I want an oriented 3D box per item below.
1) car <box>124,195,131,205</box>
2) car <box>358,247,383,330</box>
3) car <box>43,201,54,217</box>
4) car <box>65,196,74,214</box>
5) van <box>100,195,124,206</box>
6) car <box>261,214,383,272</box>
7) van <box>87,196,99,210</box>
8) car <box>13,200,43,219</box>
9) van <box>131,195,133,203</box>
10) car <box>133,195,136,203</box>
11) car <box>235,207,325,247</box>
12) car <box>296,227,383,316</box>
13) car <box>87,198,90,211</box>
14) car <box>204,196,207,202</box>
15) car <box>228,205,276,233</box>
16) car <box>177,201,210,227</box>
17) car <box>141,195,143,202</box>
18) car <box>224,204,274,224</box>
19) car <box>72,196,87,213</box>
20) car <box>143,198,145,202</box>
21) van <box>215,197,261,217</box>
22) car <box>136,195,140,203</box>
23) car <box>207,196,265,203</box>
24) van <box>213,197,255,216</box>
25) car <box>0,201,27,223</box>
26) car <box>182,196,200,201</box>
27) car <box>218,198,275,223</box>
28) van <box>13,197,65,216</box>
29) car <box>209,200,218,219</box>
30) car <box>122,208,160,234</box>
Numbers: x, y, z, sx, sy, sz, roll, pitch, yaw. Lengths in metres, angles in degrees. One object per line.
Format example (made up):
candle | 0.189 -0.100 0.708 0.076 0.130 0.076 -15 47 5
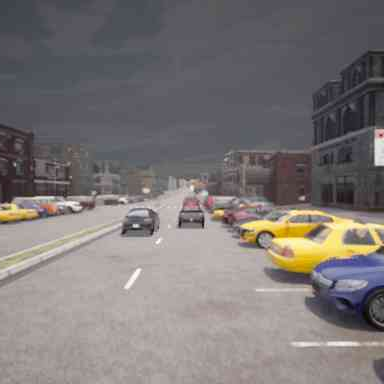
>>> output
car | -16.254 1.686 69.890 5.566 2.045 2.435 0 0 0
car | 4.689 1.524 3.629 4.674 1.452 2.002 0 0 0
car | -15.976 1.789 31.281 4.674 1.452 2.002 0 -1 0
car | -16.054 1.668 36.798 4.553 1.767 2.185 0 0 0
van | -16.123 1.693 64.379 4.442 1.987 1.878 0 0 0
car | 4.844 1.512 9.059 5.366 1.575 1.946 0 -1 0
van | -16.226 1.637 47.833 4.442 1.987 1.878 0 0 0
car | -16.143 1.721 28.523 5.366 1.575 1.946 0 -1 0
van | -16.443 1.747 75.525 4.442 1.987 1.878 0 0 0
car | -16.354 1.994 78.159 5.008 1.535 2.097 0 0 0
car | 4.631 1.569 14.614 5.008 1.535 2.097 0 -1 0
car | 4.678 1.535 6.287 4.674 1.452 2.002 0 -1 0
car | -16.037 1.861 42.314 4.792 1.488 2.163 0 0 0
car | 4.476 1.624 50.869 5.566 2.045 2.435 0 0 0
car | 4.615 1.603 17.518 4.892 1.521 2.231 0 -1 0
car | -0.045 1.692 24.766 2.128 1.511 4.902 0 -1 0
car | -16.430 2.119 89.182 5.008 1.535 2.097 0 -1 0
car | 4.621 1.662 20.297 4.792 1.488 2.163 0 -1 0
car | -16.016 1.562 39.558 5.566 2.045 2.435 0 0 0
car | -16.461 2.159 91.937 5.008 1.535 2.097 0 -1 0
van | 4.627 1.544 34.196 4.442 1.987 1.878 0 0 0
car | -16.398 2.050 83.670 4.892 1.521 2.231 0 -1 0
car | 4.496 1.493 31.297 5.566 2.045 2.435 0 -1 0
van | 4.616 1.565 36.850 4.442 1.987 1.878 0 0 0
car | -16.121 1.694 25.764 5.366 1.575 1.946 0 -1 0
car | -0.131 1.556 43.084 2.150 2.045 5.566 0 0 -1
car | 4.590 1.566 25.856 4.553 1.767 2.185 0 -1 0
van | -15.884 1.546 34.043 4.442 1.987 1.878 0 0 0
car | 4.358 1.716 28.510 5.366 1.575 1.946 0 -1 0
car | -3.017 1.677 20.150 1.812 1.442 4.674 0 -1 0
